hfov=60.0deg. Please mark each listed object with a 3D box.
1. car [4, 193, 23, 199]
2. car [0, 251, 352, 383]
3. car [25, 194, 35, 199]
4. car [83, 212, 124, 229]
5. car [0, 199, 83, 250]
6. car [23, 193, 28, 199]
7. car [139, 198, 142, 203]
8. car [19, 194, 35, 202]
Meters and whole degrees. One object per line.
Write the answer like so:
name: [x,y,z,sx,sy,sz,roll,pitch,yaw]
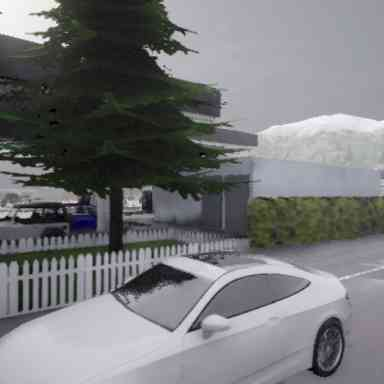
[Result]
car: [-25.957,1.123,47.680,1.905,1.878,3.866,1,0,-36]
car: [0.145,1.543,4.091,4.674,1.442,1.812,1,0,-35]
car: [-22.913,1.431,49.145,1.970,1.475,3.806,1,0,-36]
car: [-6.364,1.525,19.888,4.611,1.667,2.242,1,0,-36]
car: [-6.530,1.327,12.759,3.866,1.878,1.905,1,0,-36]
car: [-27.939,1.166,55.974,1.932,1.855,4.605,1,0,-36]
car: [-9.361,1.554,68.594,1.845,1.501,3.633,1,0,-36]
car: [-35.649,1.244,71.867,2.152,1.636,5.027,1,0,-36]
